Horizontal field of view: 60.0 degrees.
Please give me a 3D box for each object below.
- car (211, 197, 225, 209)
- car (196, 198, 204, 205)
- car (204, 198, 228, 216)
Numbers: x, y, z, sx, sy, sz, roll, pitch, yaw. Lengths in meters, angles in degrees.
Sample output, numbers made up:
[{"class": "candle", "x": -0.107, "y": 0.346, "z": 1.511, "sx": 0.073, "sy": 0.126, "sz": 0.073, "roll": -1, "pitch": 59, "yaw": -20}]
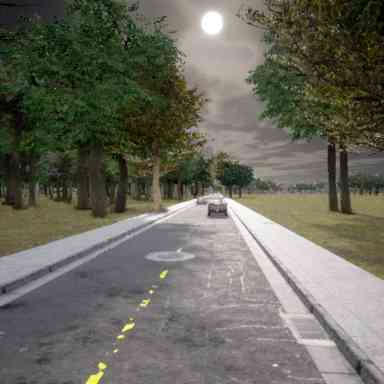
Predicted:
[{"class": "car", "x": 3.552, "y": 1.534, "z": 45.886, "sx": 1.837, "sy": 1.490, "sz": 4.892, "roll": 0, "pitch": 0, "yaw": 4}, {"class": "car", "x": 1.706, "y": 1.646, "z": 59.958, "sx": 1.895, "sy": 1.301, "sz": 4.718, "roll": 0, "pitch": 0, "yaw": 5}, {"class": "car", "x": 2.565, "y": 1.505, "z": 33.212, "sx": 2.128, "sy": 1.511, "sz": 4.902, "roll": 0, "pitch": 0, "yaw": 5}]
